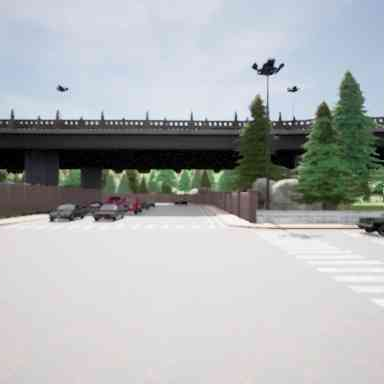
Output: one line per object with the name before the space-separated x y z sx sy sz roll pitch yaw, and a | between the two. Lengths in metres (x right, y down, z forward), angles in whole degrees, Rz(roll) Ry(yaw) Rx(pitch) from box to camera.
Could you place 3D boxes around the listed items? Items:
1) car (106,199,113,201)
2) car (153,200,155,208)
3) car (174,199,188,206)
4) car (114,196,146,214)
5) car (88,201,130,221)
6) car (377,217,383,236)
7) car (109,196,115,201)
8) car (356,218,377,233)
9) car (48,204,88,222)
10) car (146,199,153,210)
car | -10.846 1.839 38.019 1.812 1.442 4.674 0 -1 0
car | -7.639 2.067 60.642 2.033 1.411 5.357 0 -1 -3
car | -2.426 2.179 71.473 1.994 1.385 4.181 0 -1 -20
car | -7.340 1.560 39.978 2.150 2.045 5.566 0 -1 0
car | -7.265 1.796 29.744 2.033 1.411 5.357 0 -1 -1
car | 11.363 1.454 15.046 4.553 1.767 2.097 0 -1 1
car | -10.925 1.621 47.756 2.150 2.045 5.566 0 -1 -1
car | 11.841 1.735 18.556 4.718 1.301 1.895 0 -1 2
car | -10.790 1.761 29.124 1.812 1.442 4.674 0 -1 0
car | -7.412 1.990 49.983 1.994 1.385 4.181 0 -1 0
